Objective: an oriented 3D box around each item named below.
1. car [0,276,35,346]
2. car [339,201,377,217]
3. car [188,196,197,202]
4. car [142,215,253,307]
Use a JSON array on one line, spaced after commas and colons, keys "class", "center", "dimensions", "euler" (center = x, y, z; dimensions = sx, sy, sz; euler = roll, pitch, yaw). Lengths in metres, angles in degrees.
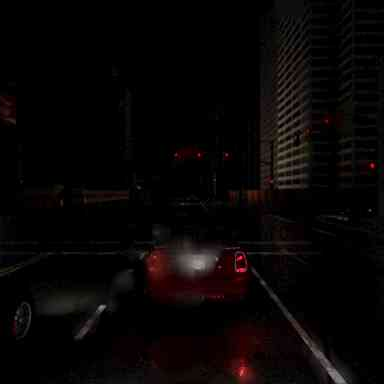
[{"class": "car", "center": [-3.395, 1.524, 3.371], "dimensions": [1.812, 1.442, 4.674], "euler": [0, 0, 0]}, {"class": "car", "center": [16.300, 1.530, 30.192], "dimensions": [5.357, 1.411, 2.033], "euler": [0, 0, 0]}, {"class": "car", "center": [0.072, 1.553, 73.148], "dimensions": [1.895, 1.301, 4.718], "euler": [0, 0, 0]}, {"class": "car", "center": [0.108, 1.347, 8.145], "dimensions": [2.097, 1.767, 4.553], "euler": [0, 0, 0]}]
